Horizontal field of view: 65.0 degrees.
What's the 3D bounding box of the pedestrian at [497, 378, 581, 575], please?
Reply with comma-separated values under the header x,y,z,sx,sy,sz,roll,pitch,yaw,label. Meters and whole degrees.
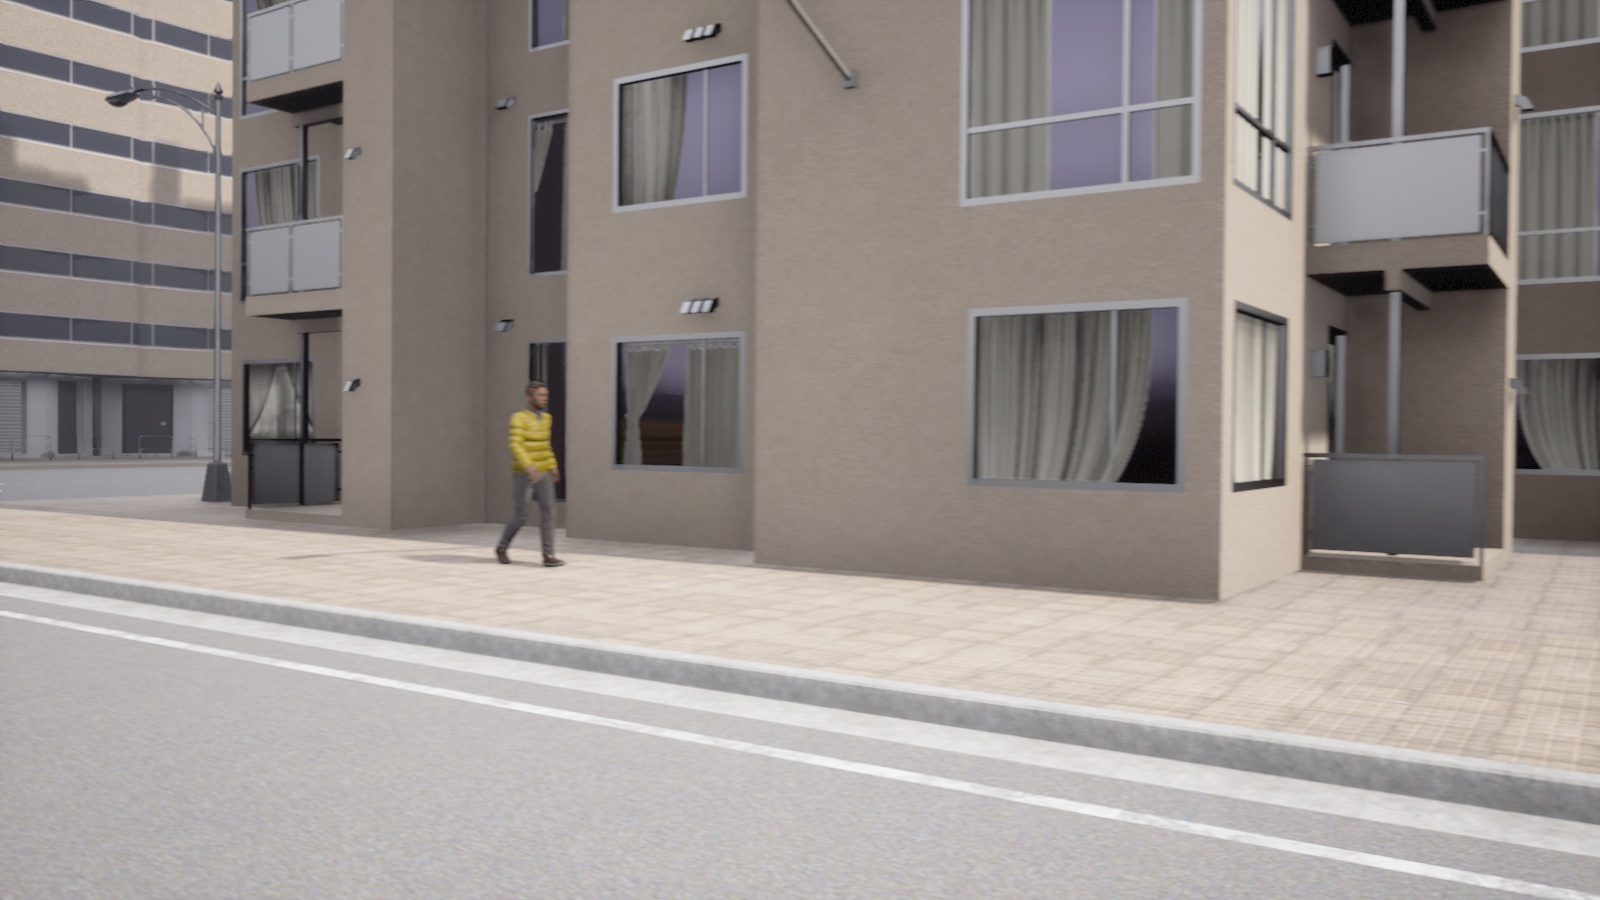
x,y,z,sx,sy,sz,roll,pitch,yaw,label
-2.525,0.247,12.135,0.709,1.840,0.431,0,1,40,pedestrian
